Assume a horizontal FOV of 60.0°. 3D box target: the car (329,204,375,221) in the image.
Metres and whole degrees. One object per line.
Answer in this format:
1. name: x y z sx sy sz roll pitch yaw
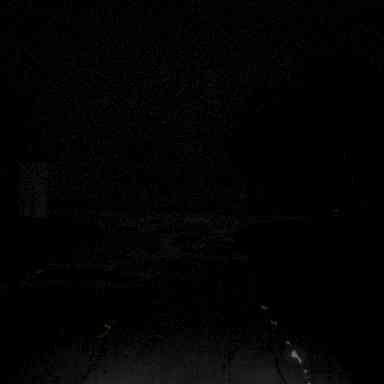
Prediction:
1. car: 14.437 1.730 27.962 5.357 1.411 2.033 2 -2 0
